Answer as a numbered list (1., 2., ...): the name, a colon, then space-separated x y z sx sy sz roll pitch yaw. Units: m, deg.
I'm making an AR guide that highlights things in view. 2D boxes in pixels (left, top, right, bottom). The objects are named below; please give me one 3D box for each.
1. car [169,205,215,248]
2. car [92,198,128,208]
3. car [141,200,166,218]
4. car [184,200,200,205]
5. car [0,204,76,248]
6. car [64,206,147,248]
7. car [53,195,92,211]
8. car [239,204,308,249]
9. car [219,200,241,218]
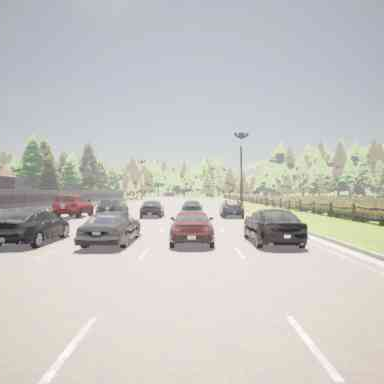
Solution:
1. car: 0.000 1.533 14.650 1.812 1.442 4.674 0 0 0
2. car: -7.000 1.366 29.620 2.097 1.767 4.553 0 0 0
3. car: -3.500 1.516 29.650 1.837 1.490 4.892 0 0 0
4. car: 0.000 1.516 29.650 1.837 1.490 4.892 0 0 0
5. car: -7.000 1.516 14.650 1.837 1.490 4.892 0 0 0
6. car: -3.500 1.563 14.650 2.033 1.411 5.357 0 0 0
7. car: -10.500 1.258 29.680 2.150 2.045 5.566 0 0 0
8. car: 3.500 1.485 14.650 1.882 1.535 5.008 0 0 0
9. car: 3.500 1.495 29.650 2.128 1.511 4.902 0 0 0
